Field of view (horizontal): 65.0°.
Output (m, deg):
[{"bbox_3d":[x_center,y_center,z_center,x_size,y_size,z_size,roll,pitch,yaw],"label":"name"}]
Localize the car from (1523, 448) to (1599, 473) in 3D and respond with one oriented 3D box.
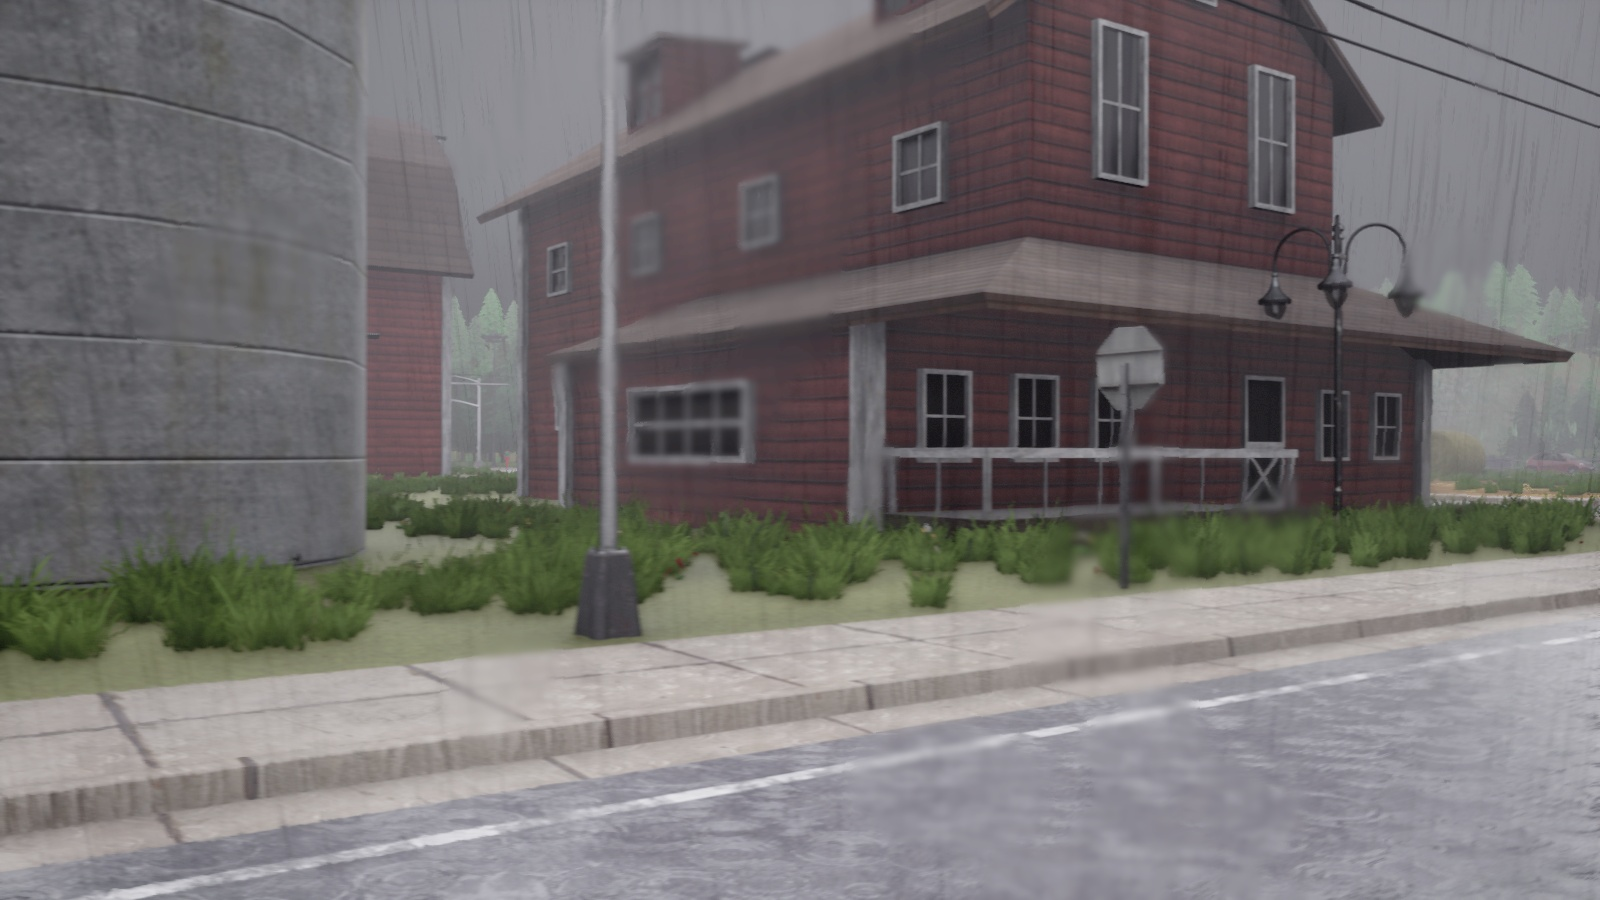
[{"bbox_3d":[51.075,0.695,84.292,1.851,1.617,3.988,0,0,-32],"label":"car"}]
